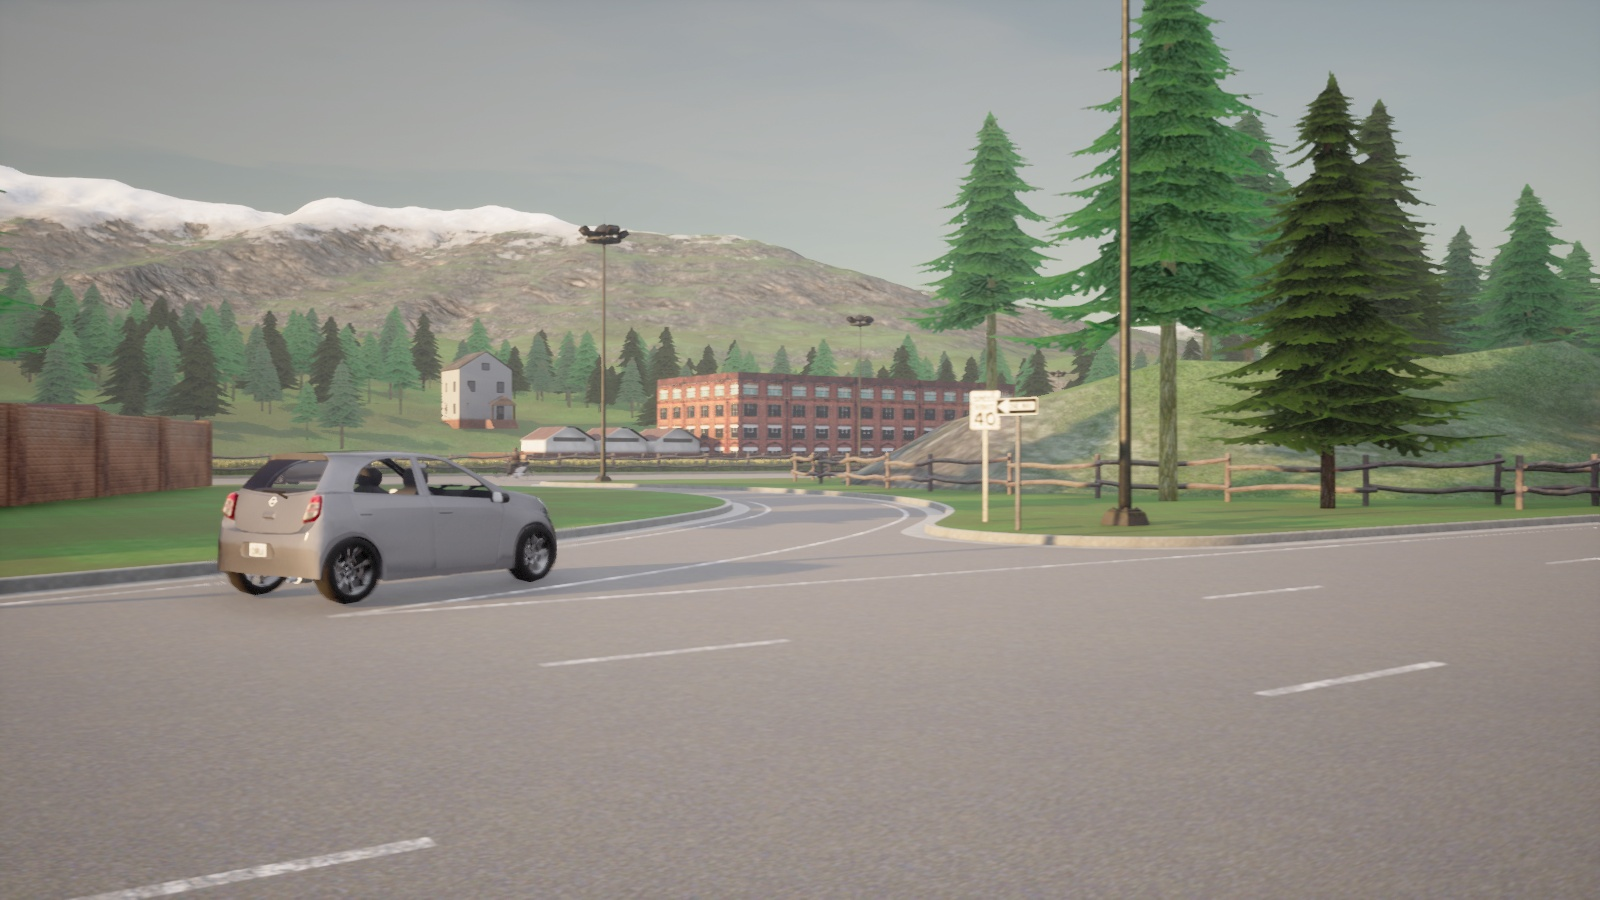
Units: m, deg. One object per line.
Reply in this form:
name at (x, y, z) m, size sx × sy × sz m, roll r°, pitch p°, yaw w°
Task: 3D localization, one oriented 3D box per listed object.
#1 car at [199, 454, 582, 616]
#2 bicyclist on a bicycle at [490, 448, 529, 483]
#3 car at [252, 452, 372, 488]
car at (-4.316, 0.800, 13.714) m, size 1.845 × 1.501 × 3.633 m, roll 0°, pitch 0°, yaw 32°
bicyclist on a bicycle at (-15.096, 0.807, 65.187) m, size 1.843 × 1.776 × 0.659 m, roll 0°, pitch 0°, yaw -35°
car at (-21.518, 0.873, 55.479) m, size 4.514 × 1.525 × 2.007 m, roll 0°, pitch 0°, yaw 0°
